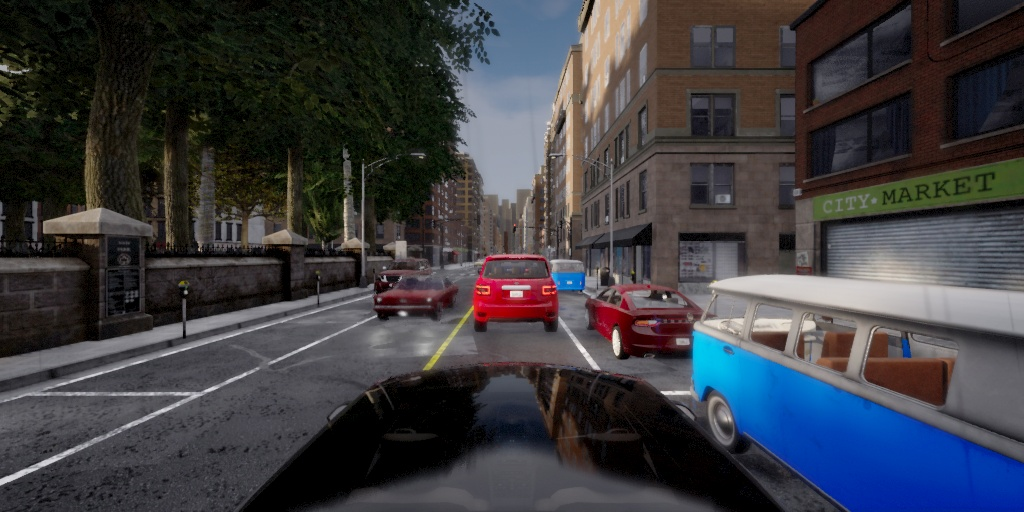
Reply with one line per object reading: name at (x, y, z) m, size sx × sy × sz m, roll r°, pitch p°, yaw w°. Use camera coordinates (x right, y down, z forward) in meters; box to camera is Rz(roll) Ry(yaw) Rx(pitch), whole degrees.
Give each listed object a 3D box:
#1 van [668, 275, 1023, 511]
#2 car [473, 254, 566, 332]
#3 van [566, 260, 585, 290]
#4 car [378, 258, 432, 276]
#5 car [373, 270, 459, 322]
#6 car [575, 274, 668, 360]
van at (2.856, 1.091, 2.553) m, size 1.690 × 1.789 × 3.998 m, roll 0°, pitch 0°, yaw 0°
car at (0.095, 0.970, 10.972) m, size 2.150 × 2.045 × 5.566 m, roll 0°, pitch 0°, yaw 0°
van at (2.851, 1.086, 19.535) m, size 1.690 × 1.789 × 3.998 m, roll 0°, pitch 0°, yaw 0°
car at (-5.673, 1.059, 19.492) m, size 2.192 × 1.841 × 5.009 m, roll 0°, pitch 0°, yaw 0°
car at (-3.100, 1.349, 12.459) m, size 1.895 × 1.301 × 4.718 m, roll 0°, pitch 0°, yaw 0°
car at (2.855, 1.294, 8.214) m, size 1.888 × 1.381 × 4.507 m, roll 0°, pitch 0°, yaw 0°
